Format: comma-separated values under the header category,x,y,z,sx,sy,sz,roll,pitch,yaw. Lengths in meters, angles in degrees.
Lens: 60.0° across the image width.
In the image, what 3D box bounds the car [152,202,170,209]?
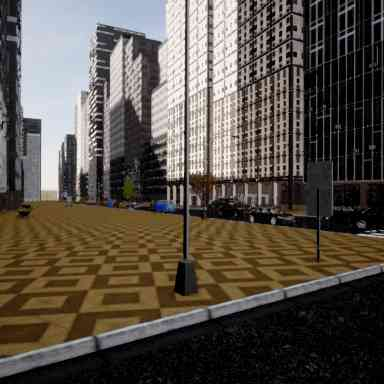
category,x,y,z,sx,sy,sz,roll,pitch,yaw
car,-6.052,2.614,64.405,1.895,1.301,4.718,0,-1,-26

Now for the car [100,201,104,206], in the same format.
category,x,y,z,sx,sy,sz,roll,pitch,yaw
car,-23.248,3.053,86.698,1.887,1.381,4.507,-1,-1,-26

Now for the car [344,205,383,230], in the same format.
category,x,y,z,sx,sy,sz,roll,pitch,yaw
car,12.217,1.646,20.286,1.837,1.490,4.892,0,-1,-31

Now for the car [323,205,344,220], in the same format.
category,x,y,z,sx,sy,sz,roll,pitch,yaw
car,13.638,1.854,29.562,2.008,1.369,4.403,-1,-1,-26

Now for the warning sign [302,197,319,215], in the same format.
category,x,y,z,sx,sy,sz,roll,pitch,yaw
warning sign,12.989,1.544,36.441,1.300,1.860,1.060,1,-1,-26

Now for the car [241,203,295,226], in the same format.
category,x,y,z,sx,sy,sz,roll,pitch,yaw
car,6.092,1.814,25.919,2.008,1.369,4.403,-1,-1,-26

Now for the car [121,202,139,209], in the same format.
category,x,y,z,sx,sy,sz,roll,pitch,yaw
car,-11.024,2.525,61.374,2.008,1.369,4.403,-1,-1,-26

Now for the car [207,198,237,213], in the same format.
category,x,y,z,sx,sy,sz,roll,pitch,yaw
car,4.080,1.807,43.437,2.150,2.045,5.566,0,-1,-26

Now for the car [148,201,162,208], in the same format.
category,x,y,z,sx,sy,sz,roll,pitch,yaw
car,-8.366,2.809,75.147,1.802,1.307,4.206,-1,-1,-26

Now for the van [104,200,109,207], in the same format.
category,x,y,z,sx,sy,sz,roll,pitch,yaw
van,-18.362,2.635,76.571,1.690,1.788,3.998,-1,-1,-26

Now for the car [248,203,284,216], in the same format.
category,x,y,z,sx,sy,sz,roll,pitch,yaw
car,8.748,2.068,39.692,1.947,1.339,4.313,-1,-1,-26

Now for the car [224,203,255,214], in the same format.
category,x,y,z,sx,sy,sz,roll,pitch,yaw
car,6.303,2.168,44.757,1.947,1.339,4.313,-1,-1,-26

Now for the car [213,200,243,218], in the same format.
category,x,y,z,sx,sy,sz,roll,pitch,yaw
car,4.510,1.939,35.183,1.837,1.490,4.892,0,-1,-26

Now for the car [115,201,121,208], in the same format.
category,x,y,z,sx,sy,sz,roll,pitch,yaw
car,-13.396,2.602,66.287,1.752,1.417,4.829,-1,-1,-26

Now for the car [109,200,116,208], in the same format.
category,x,y,z,sx,sy,sz,roll,pitch,yaw
car,-15.914,2.731,71.505,1.887,1.381,4.507,-1,-1,-26

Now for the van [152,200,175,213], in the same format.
category,x,y,z,sx,sy,sz,roll,pitch,yaw
van,-3.693,2.005,46.183,1.690,1.788,3.998,-1,-1,-26

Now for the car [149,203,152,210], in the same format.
category,x,y,z,sx,sy,sz,roll,pitch,yaw
car,-5.583,2.406,56.305,2.033,1.411,5.357,0,-1,-26
